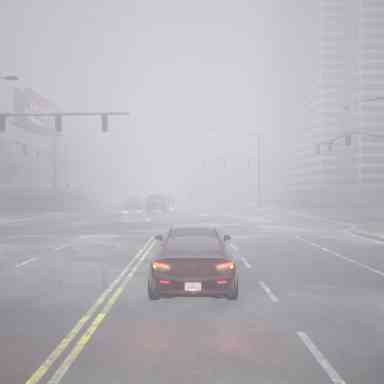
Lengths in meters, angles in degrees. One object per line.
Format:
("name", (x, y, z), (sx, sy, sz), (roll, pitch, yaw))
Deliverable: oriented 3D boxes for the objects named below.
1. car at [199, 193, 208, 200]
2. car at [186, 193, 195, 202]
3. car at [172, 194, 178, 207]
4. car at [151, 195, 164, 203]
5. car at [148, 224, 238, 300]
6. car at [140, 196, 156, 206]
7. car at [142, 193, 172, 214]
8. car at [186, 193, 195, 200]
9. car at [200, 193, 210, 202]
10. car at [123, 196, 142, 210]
("car", (3.102, 1.172, 88.334), (2.097, 1.767, 4.553), (0, 0, 0))
("car", (-0.353, 1.573, 78.413), (1.895, 1.301, 4.718), (0, 0, 0))
("car", (-3.837, 1.215, 51.341), (2.150, 2.045, 5.566), (0, 0, 0))
("car", (-7.319, 1.515, 71.121), (2.128, 1.511, 4.902), (0, 0, 0))
("car", (0.028, 1.525, 8.237), (1.812, 1.442, 4.674), (0, 0, 0))
("car", (-7.337, 1.484, 55.773), (2.128, 1.511, 4.902), (0, 0, 0))
("car", (-3.759, 1.219, 36.282), (2.150, 2.045, 5.566), (0, 0, 0))
("car", (-0.398, 1.172, 88.318), (2.097, 1.767, 4.553), (0, 0, 0))
("car", (3.149, 1.504, 78.046), (2.128, 1.511, 4.902), (0, 0, 0))
("car", (-7.285, 1.346, 42.017), (2.097, 1.767, 4.553), (0, 0, 0))
